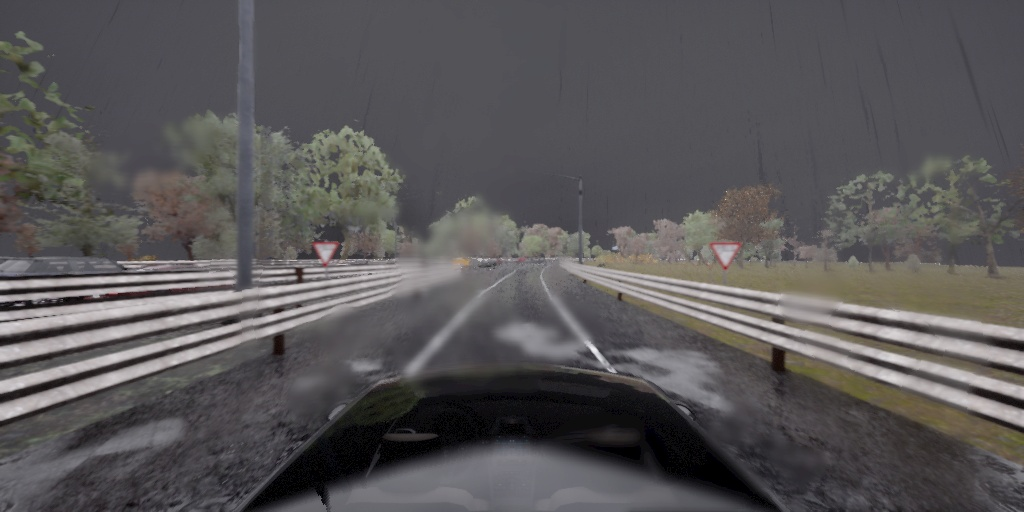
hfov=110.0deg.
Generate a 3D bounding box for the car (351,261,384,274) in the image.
[{"bbox_3d":[-14.646,1.139,36.009,1.895,1.301,4.718,0,0,11],"label":"car"}]

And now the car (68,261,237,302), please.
[{"bbox_3d":[-11.824,1.001,12.804,1.812,1.442,4.674,0,0,10],"label":"car"}]

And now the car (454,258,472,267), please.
[{"bbox_3d":[-8.655,1.123,63.230,1.882,1.535,5.008,0,0,13],"label":"car"}]

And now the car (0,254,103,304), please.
[{"bbox_3d":[-18.860,0.804,13.231,2.097,1.767,4.553,0,0,10],"label":"car"}]

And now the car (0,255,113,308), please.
[{"bbox_3d":[-15.350,0.815,12.995,2.097,1.767,4.553,0,0,10],"label":"car"}]

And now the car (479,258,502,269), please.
[{"bbox_3d":[-3.487,1.233,54.669,1.895,1.301,4.718,0,0,13],"label":"car"}]
